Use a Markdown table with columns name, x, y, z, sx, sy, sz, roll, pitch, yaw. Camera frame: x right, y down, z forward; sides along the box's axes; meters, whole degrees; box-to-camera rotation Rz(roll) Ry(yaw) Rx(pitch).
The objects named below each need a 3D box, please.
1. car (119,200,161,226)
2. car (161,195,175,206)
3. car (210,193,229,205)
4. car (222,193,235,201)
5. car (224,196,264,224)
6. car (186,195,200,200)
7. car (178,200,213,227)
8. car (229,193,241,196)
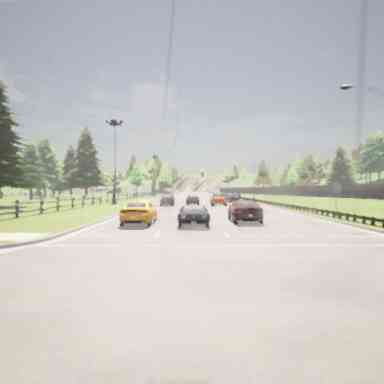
| name | x | y | z | sx | sy | sz | roll | pitch | yaw |
| --- | --- | --- | --- | --- | --- | --- | --- | --- | --- |
| car | -3.399 | 1.306 | 21.665 | 1.882 | 1.535 | 5.008 | 0 | 0 | 0 |
| car | -3.395 | 1.122 | 46.800 | 2.128 | 1.511 | 4.902 | 0 | 0 | 0 |
| car | 3.604 | 0.984 | 46.564 | 2.097 | 1.767 | 4.553 | 0 | 0 | 0 |
| car | 7.005 | 0.992 | 64.267 | 1.837 | 1.490 | 4.892 | 0 | 0 | 0 |
| car | 3.601 | 1.296 | 22.968 | 1.882 | 1.535 | 5.008 | 0 | 0 | 0 |
| car | 0.105 | 1.122 | 46.806 | 2.128 | 1.511 | 4.902 | 0 | 0 | 0 |
| car | 0.102 | 1.433 | 21.133 | 1.895 | 1.301 | 4.718 | 0 | 0 | 0 |
| car | 7.005 | 0.924 | 54.233 | 2.097 | 1.767 | 4.553 | 0 | 0 | 0 |
